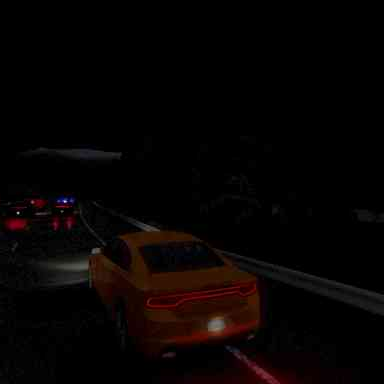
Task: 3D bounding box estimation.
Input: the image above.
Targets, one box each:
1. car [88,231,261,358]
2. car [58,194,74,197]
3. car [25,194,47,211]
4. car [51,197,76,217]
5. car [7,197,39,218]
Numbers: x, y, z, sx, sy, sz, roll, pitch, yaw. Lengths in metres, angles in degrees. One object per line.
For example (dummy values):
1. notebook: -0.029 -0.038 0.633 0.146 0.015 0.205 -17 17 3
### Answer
1. car: -0.746 1.478 6.315 1.882 1.535 5.008 0 0 -25
2. car: -15.668 1.221 41.356 2.150 2.045 5.566 0 0 -19
3. car: -18.825 1.221 39.942 2.150 2.045 5.566 0 0 -19
4. car: -12.183 1.492 31.479 2.128 1.511 4.902 0 0 -19
5. car: -15.348 1.505 30.064 1.837 1.490 4.892 0 0 -20
